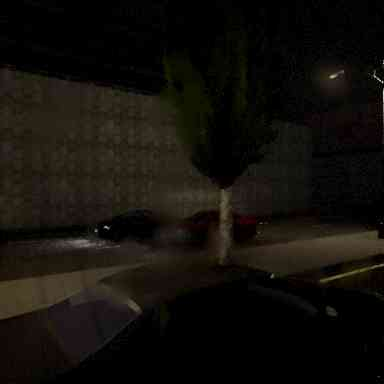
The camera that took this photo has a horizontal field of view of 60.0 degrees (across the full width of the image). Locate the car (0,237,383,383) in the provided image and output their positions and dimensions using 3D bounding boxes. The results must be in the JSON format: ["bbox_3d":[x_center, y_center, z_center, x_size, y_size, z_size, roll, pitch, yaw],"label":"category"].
[{"bbox_3d":[0.191,1.546,3.885,5.357,1.411,2.033,0,0,-35],"label":"car"}]

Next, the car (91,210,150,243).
[{"bbox_3d":[-2.677,1.561,16.146,4.181,1.385,1.994,0,0,-35],"label":"car"}]

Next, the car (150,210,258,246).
[{"bbox_3d":[0.804,1.520,14.307,4.674,1.442,1.812,0,0,-35],"label":"car"}]
